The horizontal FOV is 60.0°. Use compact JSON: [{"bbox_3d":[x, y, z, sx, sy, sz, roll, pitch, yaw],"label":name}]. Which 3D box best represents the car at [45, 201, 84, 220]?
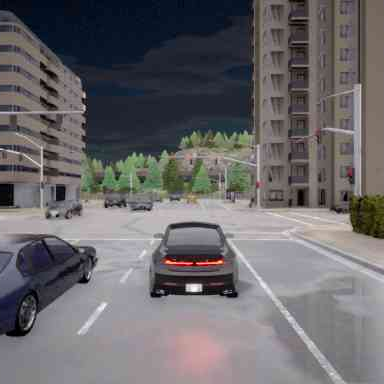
[{"bbox_3d":[-10.648,1.491,28.051,2.128,1.511,4.902,0,0,0],"label":"car"}]

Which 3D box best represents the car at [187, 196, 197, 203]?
[{"bbox_3d":[-0.037,1.477,70.059,1.882,1.535,5.008,0,0,0],"label":"car"}]

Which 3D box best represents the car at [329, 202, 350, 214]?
[{"bbox_3d":[17.286,1.547,34.639,5.357,1.411,2.033,0,0,0],"label":"car"}]

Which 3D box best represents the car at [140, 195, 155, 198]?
[{"bbox_3d":[-7.178,1.351,49.903,2.097,1.767,4.553,0,0,0],"label":"car"}]

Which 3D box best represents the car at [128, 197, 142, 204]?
[{"bbox_3d":[-10.663,1.564,62.512,1.994,1.385,4.181,0,0,0],"label":"car"}]

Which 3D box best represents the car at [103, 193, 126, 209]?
[{"bbox_3d":[-10.672,1.222,46.422,2.150,2.045,5.566,0,0,0],"label":"car"}]

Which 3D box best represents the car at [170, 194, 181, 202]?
[{"bbox_3d":[-3.625,1.194,72.963,2.097,1.767,4.553,0,0,0],"label":"car"}]

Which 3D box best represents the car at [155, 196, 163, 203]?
[{"bbox_3d":[-7.130,1.564,68.000,1.994,1.385,4.181,0,0,0],"label":"car"}]

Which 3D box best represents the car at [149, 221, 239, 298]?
[{"bbox_3d":[0.049,1.505,8.505,1.837,1.490,4.892,0,0,0],"label":"car"}]

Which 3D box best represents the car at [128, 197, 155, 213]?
[{"bbox_3d":[-5.898,1.564,37.602,1.994,1.385,4.181,0,0,-18],"label":"car"}]

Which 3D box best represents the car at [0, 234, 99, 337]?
[{"bbox_3d":[-3.461,1.547,6.576,2.033,1.411,5.357,0,0,0],"label":"car"}]
